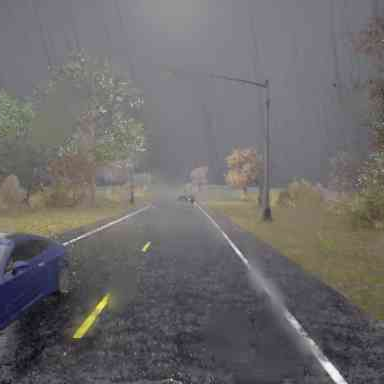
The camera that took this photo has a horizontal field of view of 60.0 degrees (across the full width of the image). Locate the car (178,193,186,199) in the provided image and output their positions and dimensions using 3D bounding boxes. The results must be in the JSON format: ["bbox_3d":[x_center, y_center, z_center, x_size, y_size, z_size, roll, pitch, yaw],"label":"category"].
[{"bbox_3d":[-2.602,0.996,84.186,1.837,1.490,4.892,0,0,-3],"label":"car"}]

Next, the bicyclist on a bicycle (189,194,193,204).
[{"bbox_3d":[-0.203,1.198,55.568,0.582,1.620,1.656,0,0,-2],"label":"bicyclist on a bicycle"}]

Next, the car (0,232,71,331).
[{"bbox_3d":[-3.626,1.500,5.825,1.812,1.442,4.674,0,0,0],"label":"car"}]

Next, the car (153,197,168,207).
[{"bbox_3d":[-4.403,1.391,46.290,1.895,1.301,4.718,0,0,-2],"label":"car"}]

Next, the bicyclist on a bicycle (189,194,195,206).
[{"bbox_3d":[0.135,1.240,46.557,0.582,1.620,1.656,0,0,-2],"label":"bicyclist on a bicycle"}]

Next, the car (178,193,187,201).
[{"bbox_3d":[-2.018,1.149,73.619,1.837,1.490,4.892,0,0,-3],"label":"car"}]
